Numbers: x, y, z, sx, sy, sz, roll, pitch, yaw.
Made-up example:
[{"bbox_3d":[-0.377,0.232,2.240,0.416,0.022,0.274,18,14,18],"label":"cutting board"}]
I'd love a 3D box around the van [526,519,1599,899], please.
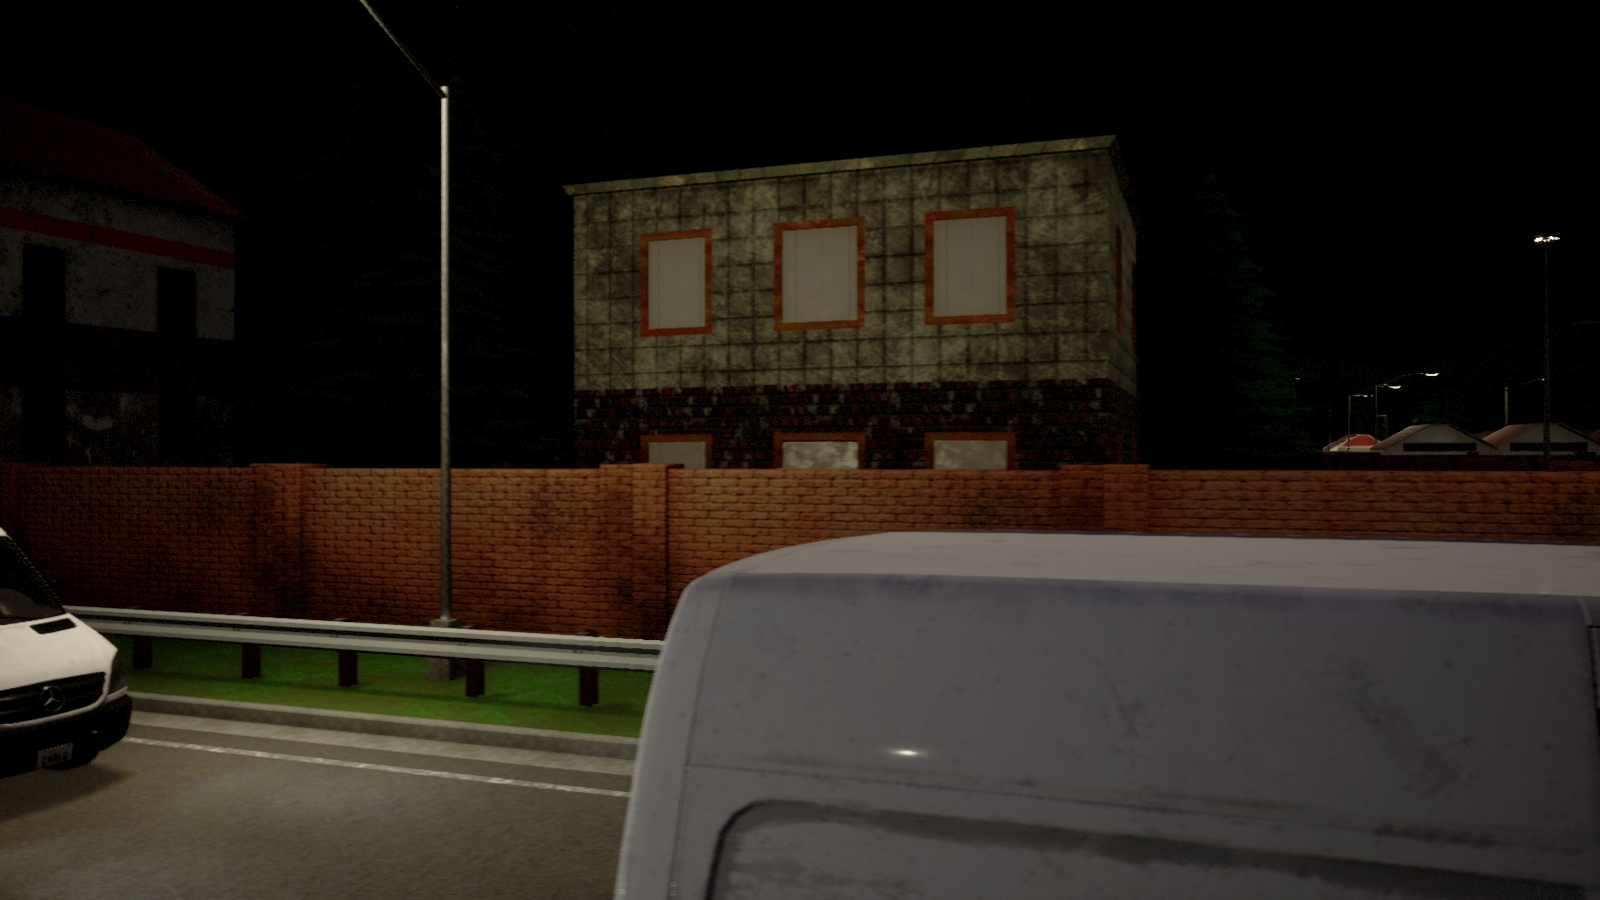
[{"bbox_3d":[2.545,1.533,2.347,5.915,2.561,1.988,0,0,20],"label":"van"}]

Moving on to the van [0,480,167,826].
[{"bbox_3d":[-8.657,1.562,10.042,5.915,2.561,1.988,0,0,20],"label":"van"}]

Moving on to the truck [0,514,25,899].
[{"bbox_3d":[-7.041,1.591,5.749,5.204,2.467,2.627,0,0,20],"label":"truck"}]
